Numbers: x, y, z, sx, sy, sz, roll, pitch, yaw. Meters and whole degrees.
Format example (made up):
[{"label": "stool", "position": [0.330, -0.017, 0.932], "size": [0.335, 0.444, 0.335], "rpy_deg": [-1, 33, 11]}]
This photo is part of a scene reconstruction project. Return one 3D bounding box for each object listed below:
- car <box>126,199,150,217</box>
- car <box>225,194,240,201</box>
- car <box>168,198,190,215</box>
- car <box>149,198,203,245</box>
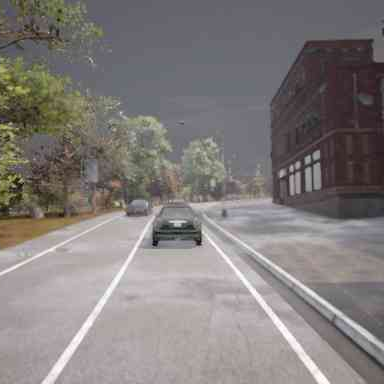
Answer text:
[{"label": "car", "position": [-4.740, 1.427, 30.415], "size": [1.837, 1.490, 4.892], "rpy_deg": [0, 0, 1]}, {"label": "car", "position": [8.267, 1.155, 70.000], "size": [2.128, 1.511, 4.902], "rpy_deg": [-4, -1, 35]}, {"label": "car", "position": [-1.241, 1.387, 34.158], "size": [1.837, 1.490, 4.892], "rpy_deg": [-1, 1, 3]}, {"label": "car", "position": [-0.719, 1.339, 15.548], "size": [2.097, 1.767, 4.553], "rpy_deg": [0, 0, -4]}]
